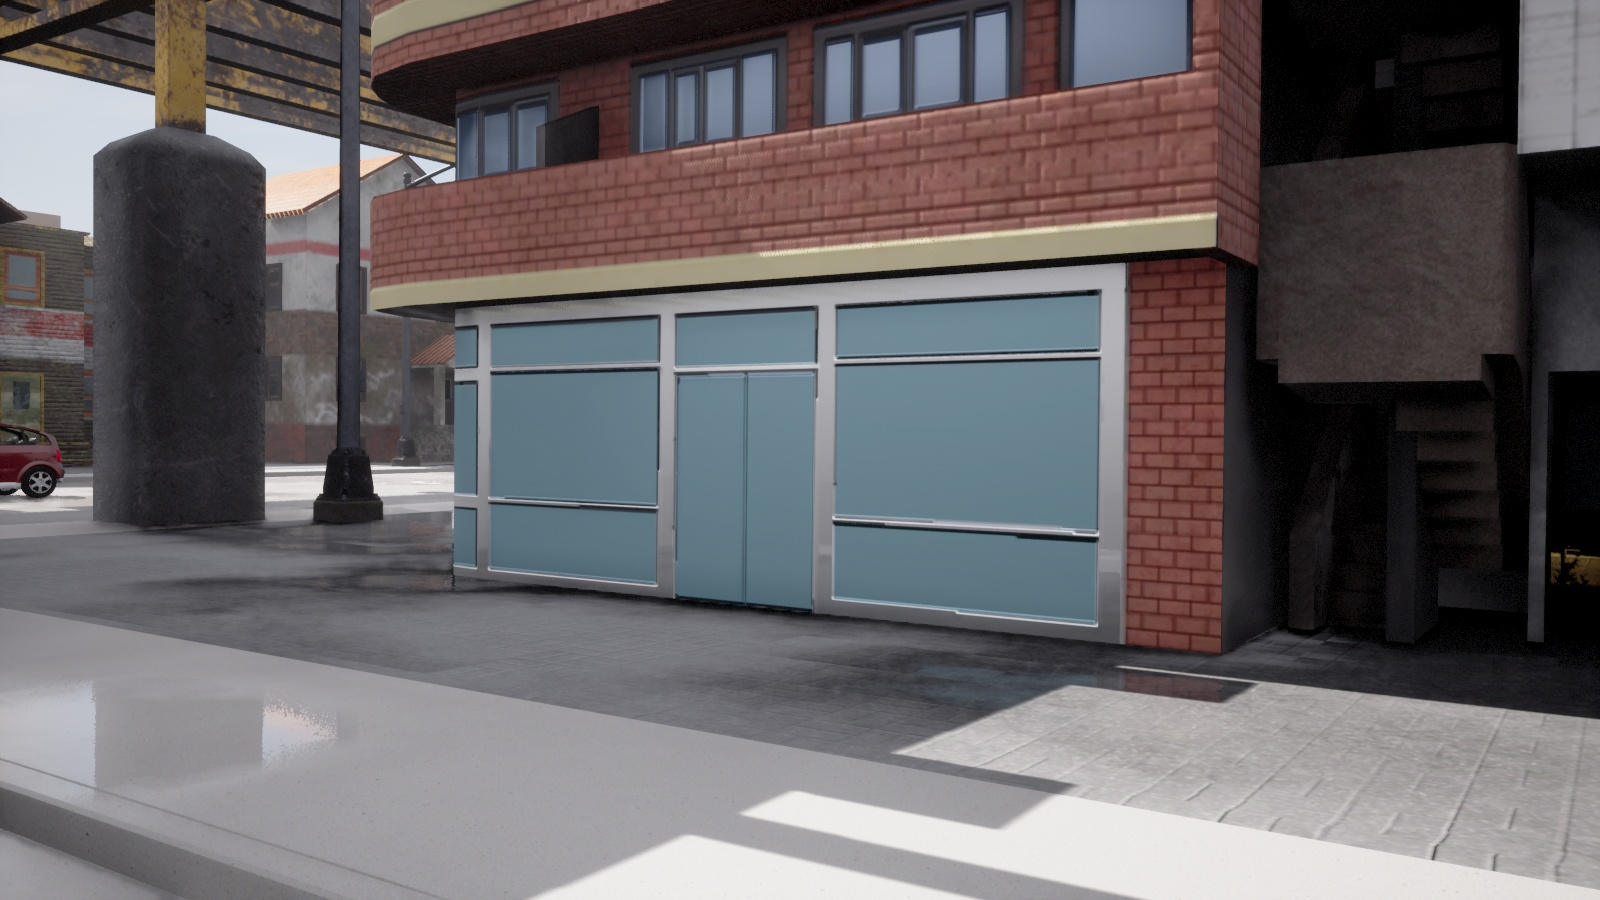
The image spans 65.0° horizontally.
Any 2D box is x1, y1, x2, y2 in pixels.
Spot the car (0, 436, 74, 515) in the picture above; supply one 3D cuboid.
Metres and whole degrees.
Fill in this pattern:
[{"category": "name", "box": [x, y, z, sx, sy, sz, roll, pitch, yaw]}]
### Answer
[{"category": "car", "box": [-16.831, 0.521, 24.977, 1.789, 1.549, 3.705, 0, 1, 33]}]
